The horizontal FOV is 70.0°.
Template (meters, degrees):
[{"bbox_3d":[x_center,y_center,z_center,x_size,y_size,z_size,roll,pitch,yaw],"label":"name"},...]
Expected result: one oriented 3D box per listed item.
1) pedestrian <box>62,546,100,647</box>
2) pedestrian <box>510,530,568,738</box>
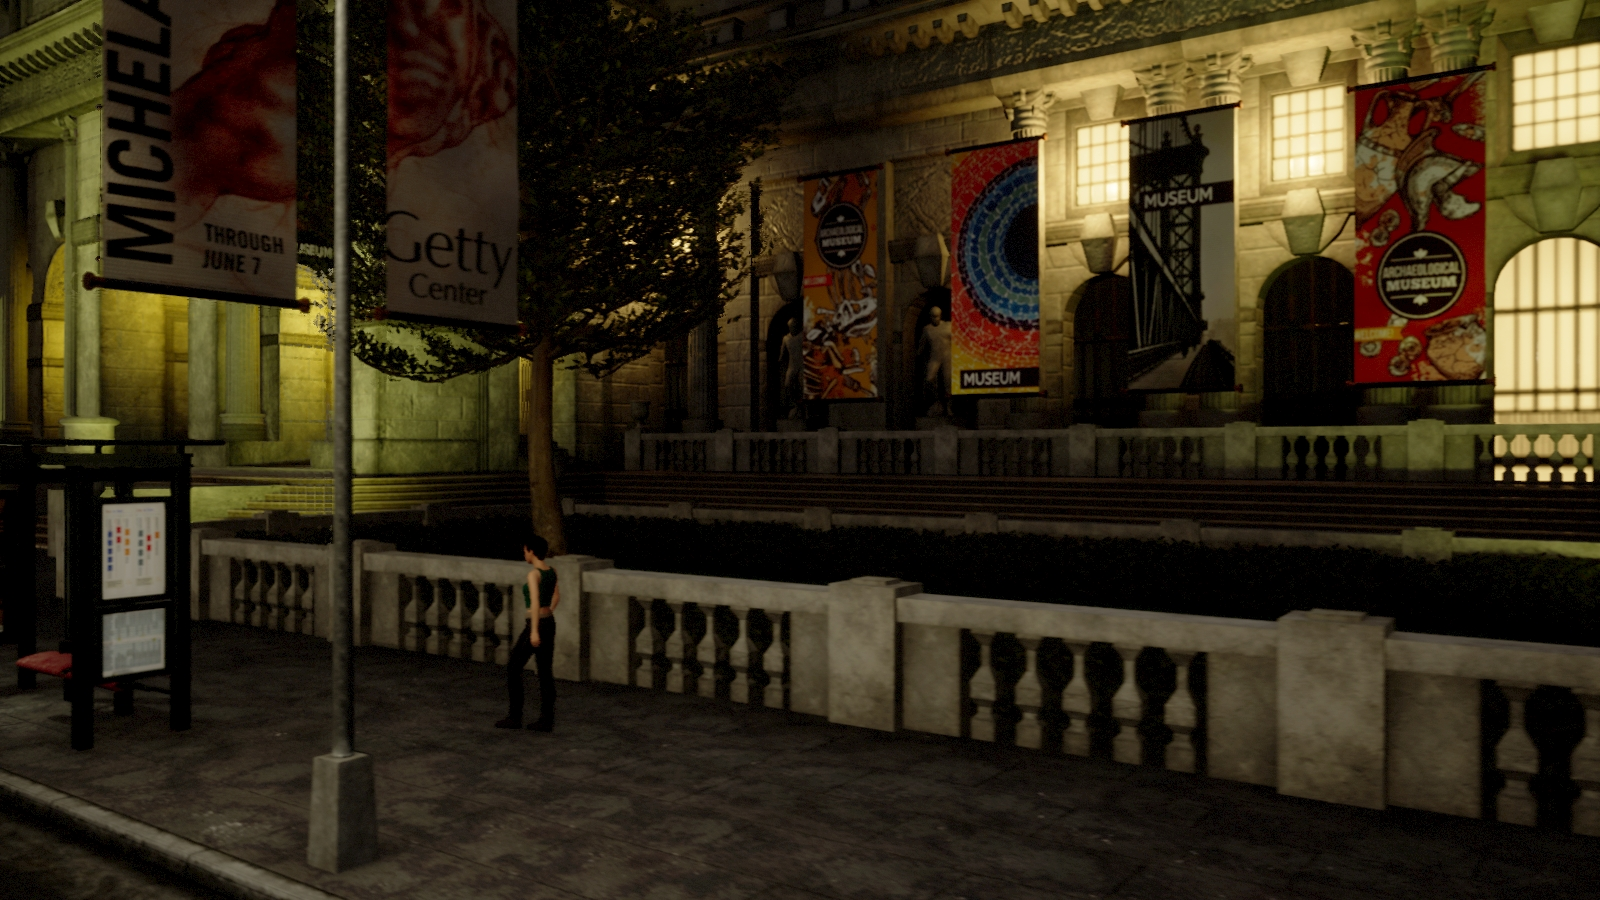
[{"bbox_3d":[-9.753,1.978,15.493,0.375,1.300,0.375,0,0,-41],"label":"pedestrian"},{"bbox_3d":[-2.438,1.698,10.684,0.375,1.860,0.375,0,0,23],"label":"pedestrian"}]
